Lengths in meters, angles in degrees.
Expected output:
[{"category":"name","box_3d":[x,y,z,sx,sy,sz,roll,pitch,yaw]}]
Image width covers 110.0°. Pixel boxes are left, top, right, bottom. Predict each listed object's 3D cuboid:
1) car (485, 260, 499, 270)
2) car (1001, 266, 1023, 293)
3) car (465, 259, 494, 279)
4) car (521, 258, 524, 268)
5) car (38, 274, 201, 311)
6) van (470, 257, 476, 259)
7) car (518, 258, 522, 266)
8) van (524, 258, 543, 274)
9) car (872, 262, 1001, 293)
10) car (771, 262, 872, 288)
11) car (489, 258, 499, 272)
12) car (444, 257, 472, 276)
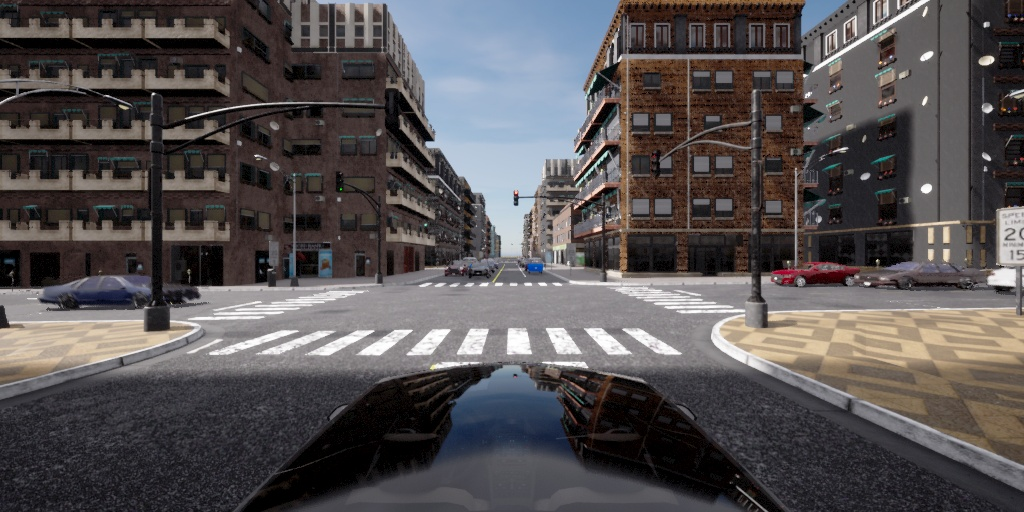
[{"category":"car","box_3d":[-2.958,1.337,53.364,1.895,1.301,4.718,0,0,0]},{"category":"car","box_3d":[23.639,0.932,15.516,4.674,1.442,1.812,-1,0,0]},{"category":"car","box_3d":[-2.921,1.248,33.172,1.837,1.490,4.892,0,0,0]},{"category":"car","box_3d":[2.552,1.283,47.065,1.888,1.381,4.507,0,0,0]},{"category":"car","box_3d":[-16.708,1.506,15.403,5.357,1.411,2.033,-1,0,0]},{"category":"van","box_3d":[-5.517,1.079,47.046,1.690,1.789,3.998,0,0,0]},{"category":"car","box_3d":[2.434,1.300,58.227,1.948,1.339,4.313,0,0,0]},{"category":"van","box_3d":[2.602,1.081,40.861,1.690,1.789,3.998,0,0,0]},{"category":"car","box_3d":[20.847,0.991,18.358,5.357,1.411,2.033,-1,0,0]},{"category":"car","box_3d":[17.555,1.033,20.814,4.507,1.381,1.888,0,0,0]},{"category":"car","box_3d":[-2.951,1.287,43.073,2.033,1.411,5.357,0,0,-1]},{"category":"car","box_3d":[-5.525,1.182,35.882,1.967,1.591,4.097,0,0,0]}]
